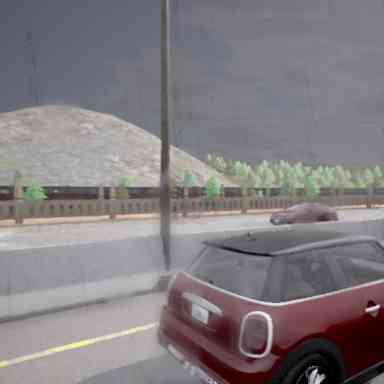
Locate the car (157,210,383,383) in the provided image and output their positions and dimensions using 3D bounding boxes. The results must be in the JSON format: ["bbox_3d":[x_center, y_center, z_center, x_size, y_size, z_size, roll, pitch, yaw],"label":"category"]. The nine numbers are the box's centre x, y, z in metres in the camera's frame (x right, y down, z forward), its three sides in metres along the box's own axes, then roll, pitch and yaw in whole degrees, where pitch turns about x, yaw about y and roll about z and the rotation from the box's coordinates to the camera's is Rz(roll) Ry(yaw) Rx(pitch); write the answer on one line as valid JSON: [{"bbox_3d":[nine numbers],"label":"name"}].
[{"bbox_3d":[1.873,1.318,4.728,4.553,1.767,2.097,0,0,-33],"label":"car"}]

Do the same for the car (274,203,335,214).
[{"bbox_3d":[6.869,1.385,20.186,4.674,1.442,1.812,0,0,-30],"label":"car"}]
